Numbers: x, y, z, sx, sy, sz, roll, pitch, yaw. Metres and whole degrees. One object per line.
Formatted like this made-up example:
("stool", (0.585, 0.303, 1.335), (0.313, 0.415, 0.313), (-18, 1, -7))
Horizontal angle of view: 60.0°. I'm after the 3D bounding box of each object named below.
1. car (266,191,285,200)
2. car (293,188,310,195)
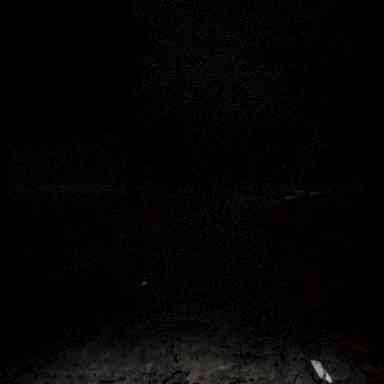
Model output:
("car", (12.323, 0.441, 48.616), (1.895, 1.301, 4.718), (0, 2, 27))
("car", (20.682, -0.133, 62.530), (1.895, 1.301, 4.718), (0, 2, 36))
